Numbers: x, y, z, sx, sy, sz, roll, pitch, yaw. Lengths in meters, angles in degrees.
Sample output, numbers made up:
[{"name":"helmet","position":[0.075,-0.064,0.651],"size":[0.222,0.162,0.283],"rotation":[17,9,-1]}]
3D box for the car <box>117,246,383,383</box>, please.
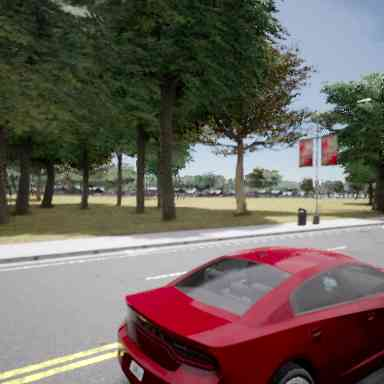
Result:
[{"name":"car","position":[1.528,1.486,4.479],"size":[5.008,1.535,1.882],"rotation":[0,0,-35]}]
